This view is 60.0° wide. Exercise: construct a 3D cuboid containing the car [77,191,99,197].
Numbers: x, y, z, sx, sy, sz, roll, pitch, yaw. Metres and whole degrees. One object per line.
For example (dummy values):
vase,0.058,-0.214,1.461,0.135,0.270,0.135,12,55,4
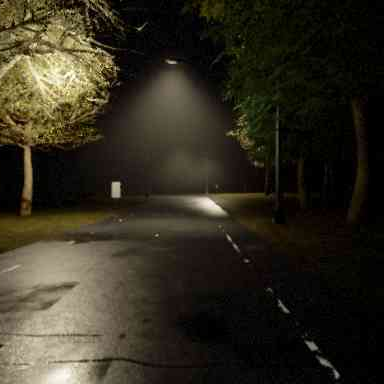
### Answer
car,-24.786,0.459,79.477,4.718,1.301,1.895,-1,-1,0
